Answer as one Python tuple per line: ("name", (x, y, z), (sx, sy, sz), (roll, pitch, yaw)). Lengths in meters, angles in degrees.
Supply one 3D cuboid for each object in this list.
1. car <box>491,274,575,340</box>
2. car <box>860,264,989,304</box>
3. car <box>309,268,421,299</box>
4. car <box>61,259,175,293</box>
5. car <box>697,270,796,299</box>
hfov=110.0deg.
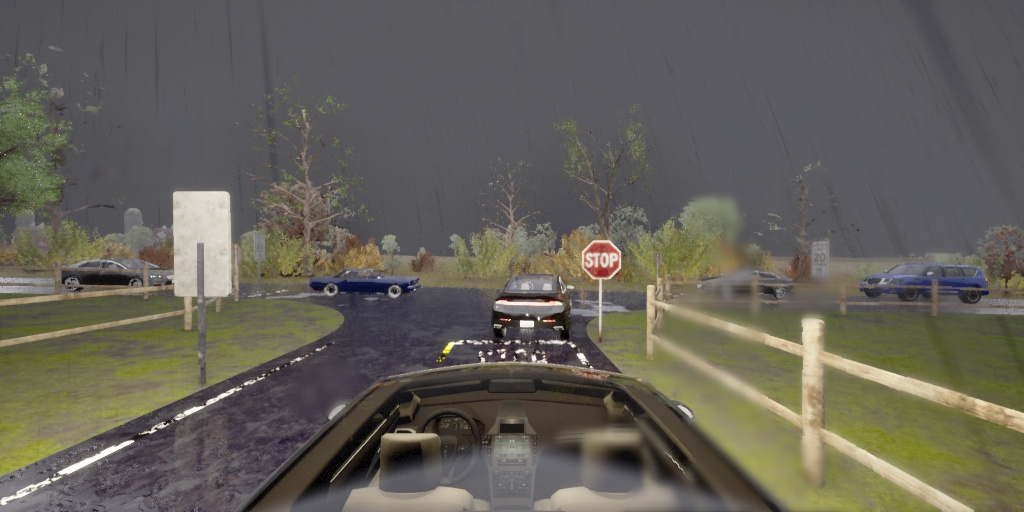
("car", (0.705, 1.240, 10.057), (2.128, 1.511, 4.902), (0, 0, 9))
("car", (22.896, 1.466, 20.008), (5.566, 2.045, 2.150), (1, 1, 0))
("car", (-6.825, 1.248, 17.087), (4.718, 1.301, 1.895), (1, 1, 0))
("car", (-18.493, 0.885, 17.101), (4.902, 1.511, 2.128), (1, 1, 0))
("car", (13.000, 1.525, 20.017), (4.902, 1.511, 2.128), (1, 1, 0))
